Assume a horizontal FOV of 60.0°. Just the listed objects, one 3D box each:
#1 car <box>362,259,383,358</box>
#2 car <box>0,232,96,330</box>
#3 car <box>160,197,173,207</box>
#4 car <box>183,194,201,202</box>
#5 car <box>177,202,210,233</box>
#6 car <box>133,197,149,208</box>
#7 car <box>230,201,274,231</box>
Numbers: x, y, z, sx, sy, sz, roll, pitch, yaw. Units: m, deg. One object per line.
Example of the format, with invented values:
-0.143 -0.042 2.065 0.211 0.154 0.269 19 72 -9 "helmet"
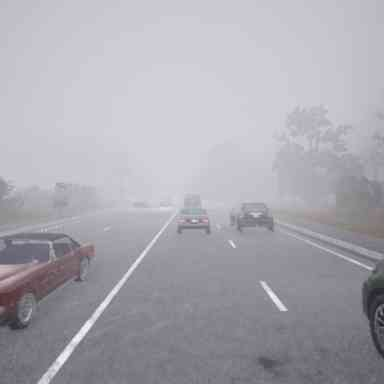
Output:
3.599 1.222 2.580 2.150 2.045 5.566 0 0 0 "car"
-3.602 1.602 7.005 1.895 1.301 4.718 0 0 0 "car"
-3.994 1.500 51.791 2.128 1.511 4.902 0 0 -3 "car"
0.001 1.229 42.113 2.150 2.045 5.566 0 0 -1 "car"
0.097 1.551 19.736 2.033 1.411 5.357 0 0 0 "car"
-7.349 1.484 48.083 1.882 1.535 5.008 0 0 -2 "car"
3.594 1.356 20.750 2.097 1.767 4.553 0 0 0 "car"
